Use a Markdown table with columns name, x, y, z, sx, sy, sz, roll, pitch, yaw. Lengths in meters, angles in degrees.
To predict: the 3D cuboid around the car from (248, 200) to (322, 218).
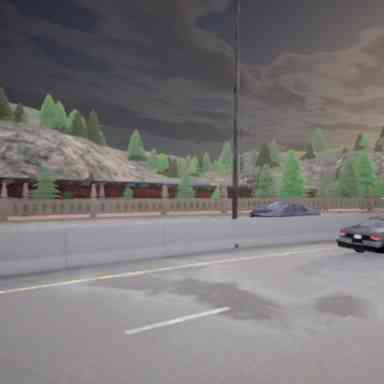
| name | x | y | z | sx | sy | sz | roll | pitch | yaw |
| --- | --- | --- | --- | --- | --- | --- | --- | --- | --- |
| car | 6.592 | 1.520 | 23.405 | 5.357 | 1.411 | 2.033 | 0 | 0 | -25 |

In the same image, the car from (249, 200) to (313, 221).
| name | x | y | z | sx | sy | sz | roll | pitch | yaw |
| --- | --- | --- | --- | --- | --- | --- | --- | --- | --- |
| car | 7.347 | 1.450 | 27.489 | 5.008 | 1.535 | 1.882 | 0 | 0 | -23 |

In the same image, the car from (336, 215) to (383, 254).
| name | x | y | z | sx | sy | sz | roll | pitch | yaw |
| --- | --- | --- | --- | --- | --- | --- | --- | --- | --- |
| car | 7.744 | 1.533 | 12.152 | 5.357 | 1.411 | 2.033 | 0 | 0 | -26 |
